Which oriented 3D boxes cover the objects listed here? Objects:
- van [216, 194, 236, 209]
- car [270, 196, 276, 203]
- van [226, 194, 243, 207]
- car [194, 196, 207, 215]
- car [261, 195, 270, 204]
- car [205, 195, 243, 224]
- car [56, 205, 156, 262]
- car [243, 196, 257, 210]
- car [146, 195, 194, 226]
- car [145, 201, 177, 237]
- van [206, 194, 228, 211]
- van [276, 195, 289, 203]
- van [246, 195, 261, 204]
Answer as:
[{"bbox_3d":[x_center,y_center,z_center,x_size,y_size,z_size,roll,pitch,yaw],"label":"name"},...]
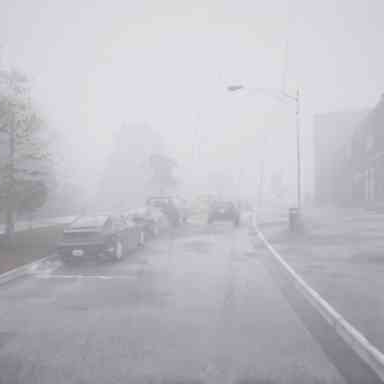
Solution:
[{"bbox_3d":[5.214,1.401,50.363,1.878,1.987,4.442,-3,0,19],"label":"van"},{"bbox_3d":[16.886,1.938,75.583,2.002,1.452,4.674,-2,0,29],"label":"car"},{"bbox_3d":[7.162,1.448,55.591,1.878,1.987,4.442,-3,0,20],"label":"van"},{"bbox_3d":[0.484,1.521,34.350,1.946,1.575,5.366,-3,0,15],"label":"car"},{"bbox_3d":[14.183,1.594,70.724,2.435,2.045,5.566,-2,0,26],"label":"car"},{"bbox_3d":[2.473,1.346,24.758,2.097,1.767,4.553,0,0,10],"label":"car"},{"bbox_3d":[-3.085,1.487,12.096,2.231,1.521,4.892,-3,0,6],"label":"car"},{"bbox_3d":[6.731,1.615,42.504,1.994,1.385,4.181,-1,-1,17],"label":"car"},{"bbox_3d":[-1.735,1.244,23.231,2.435,2.045,5.566,-3,0,9],"label":"car"},{"bbox_3d":[-2.504,1.491,17.657,2.231,1.521,4.892,-3,0,7],"label":"car"},{"bbox_3d":[3.434,1.360,45.062,1.878,1.987,4.442,-3,0,18],"label":"van"},{"bbox_3d":[22.725,1.761,85.205,1.878,1.987,4.442,-2,0,32],"label":"van"},{"bbox_3d":[11.687,1.561,65.820,1.878,1.987,4.442,-2,0,24],"label":"van"}]
